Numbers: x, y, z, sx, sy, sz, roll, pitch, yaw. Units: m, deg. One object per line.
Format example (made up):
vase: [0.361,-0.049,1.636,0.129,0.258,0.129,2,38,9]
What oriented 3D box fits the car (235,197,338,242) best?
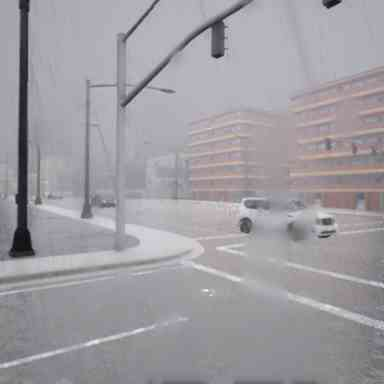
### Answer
car: [4.637,1.309,17.238,2.150,2.045,5.566,1,0,-34]

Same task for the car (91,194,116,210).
car: [-10.156,1.062,38.916,2.097,1.767,4.553,1,0,-34]

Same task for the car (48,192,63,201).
car: [-24.953,0.811,60.577,1.812,1.442,4.674,1,0,-34]
